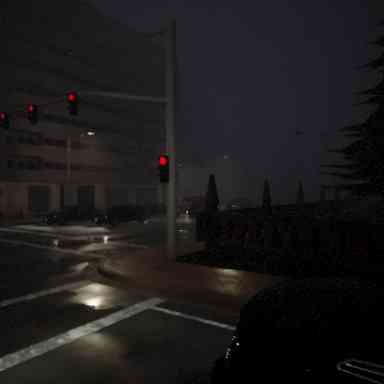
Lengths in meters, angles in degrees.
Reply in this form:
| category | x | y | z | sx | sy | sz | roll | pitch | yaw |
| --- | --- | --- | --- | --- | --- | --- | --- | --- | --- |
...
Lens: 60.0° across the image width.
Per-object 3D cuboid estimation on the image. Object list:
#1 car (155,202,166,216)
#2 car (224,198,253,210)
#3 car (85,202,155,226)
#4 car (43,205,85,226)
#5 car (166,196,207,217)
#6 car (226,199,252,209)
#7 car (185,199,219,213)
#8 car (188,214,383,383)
| category | x | y | z | sx | sy | sz | roll | pitch | yaw |
| --- | --- | --- | --- | --- | --- | --- | --- | --- | --- |
| car | -3.990 | 1.738 | 33.393 | 1.812 | 1.442 | 4.674 | 0 | 0 | 35 |
| car | 5.876 | 1.539 | 41.437 | 2.097 | 1.767 | 4.553 | 0 | 0 | 35 |
| car | -5.353 | 1.692 | 25.332 | 1.837 | 1.490 | 4.892 | 0 | 0 | 35 |
| car | -9.204 | 1.738 | 25.927 | 1.812 | 1.442 | 4.674 | 0 | 0 | 35 |
| car | 0.208 | 1.409 | 33.324 | 2.150 | 2.045 | 5.566 | 0 | 0 | 35 |
| car | 6.977 | 1.776 | 49.087 | 1.994 | 1.385 | 4.181 | 0 | 0 | 36 |
| car | 1.278 | 1.717 | 40.966 | 1.837 | 1.490 | 4.892 | 0 | 0 | 35 |
| car | 2.784 | 1.212 | 1.876 | 5.566 | 2.045 | 2.150 | 0 | 0 | 37 |
